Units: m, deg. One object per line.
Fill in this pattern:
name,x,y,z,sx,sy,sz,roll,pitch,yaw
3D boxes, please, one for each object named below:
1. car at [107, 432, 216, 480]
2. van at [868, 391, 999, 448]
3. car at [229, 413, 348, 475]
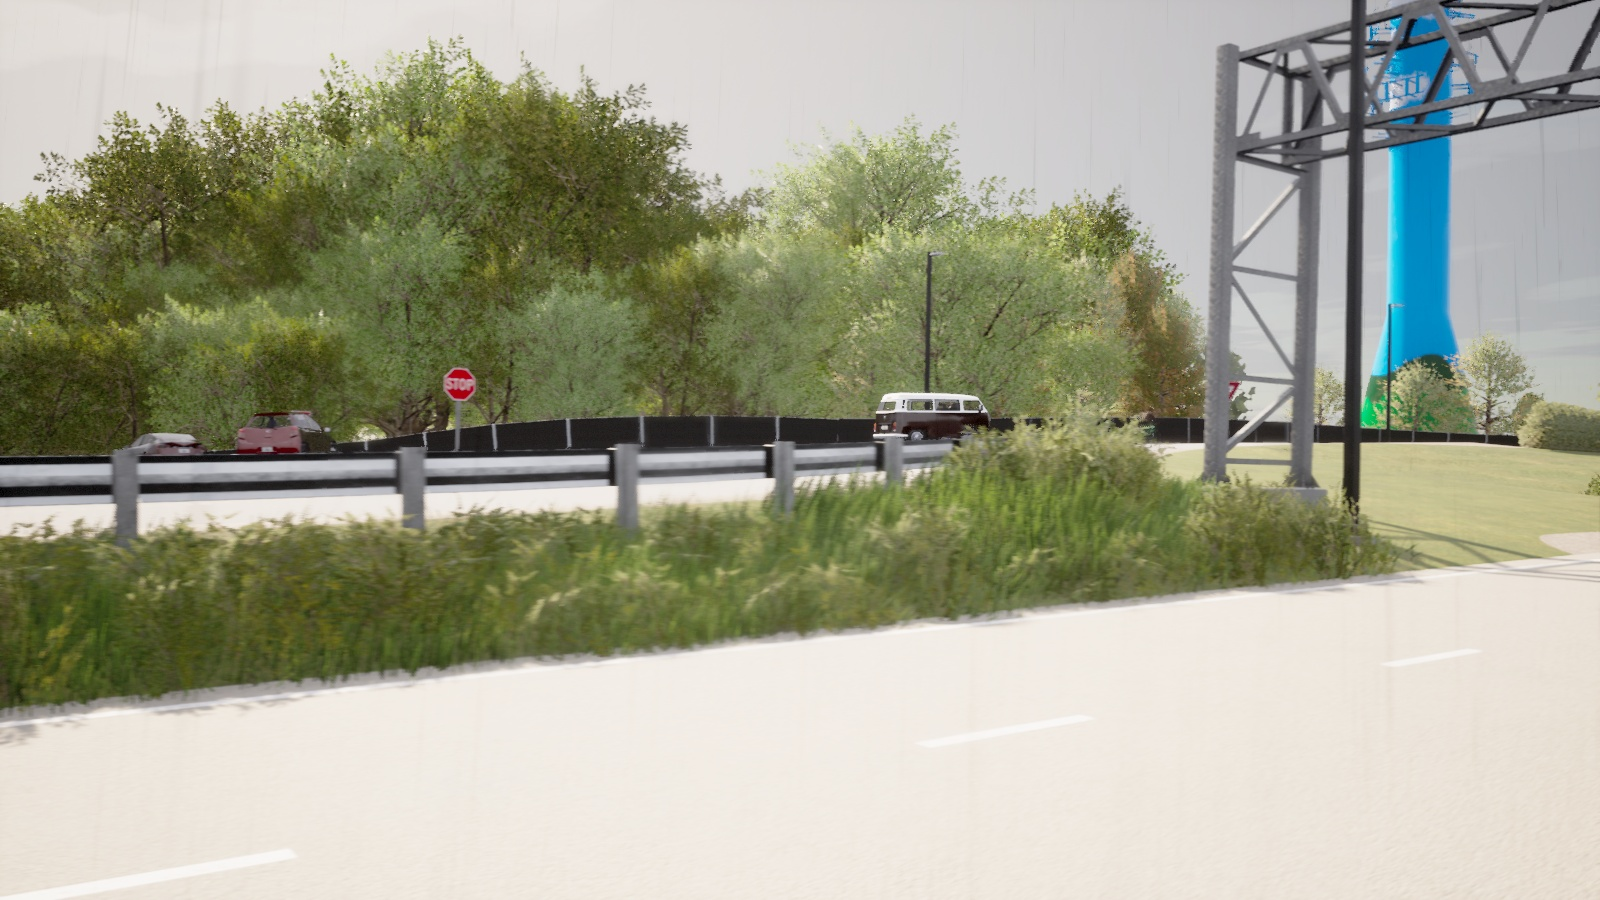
car,-23.083,0.270,45.336,2.163,1.488,4.792,2,-4,-45
van,5.041,-1.141,47.356,4.480,2.038,2.069,-1,1,-29
car,-13.734,-0.179,33.909,1.845,1.501,3.633,-3,1,-4
